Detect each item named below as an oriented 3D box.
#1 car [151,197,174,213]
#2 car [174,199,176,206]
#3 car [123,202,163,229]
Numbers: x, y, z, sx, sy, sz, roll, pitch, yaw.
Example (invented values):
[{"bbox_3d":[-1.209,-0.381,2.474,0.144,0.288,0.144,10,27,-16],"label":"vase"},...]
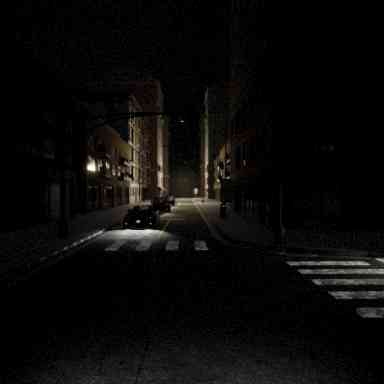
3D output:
[{"bbox_3d":[-3.422,1.338,36.591,2.097,1.767,4.553,0,0,-1],"label":"car"},{"bbox_3d":[-3.602,1.462,51.886,2.128,1.511,4.902,0,0,0],"label":"car"},{"bbox_3d":[-3.199,1.558,21.643,1.994,1.385,4.181,0,0,-1],"label":"car"}]
